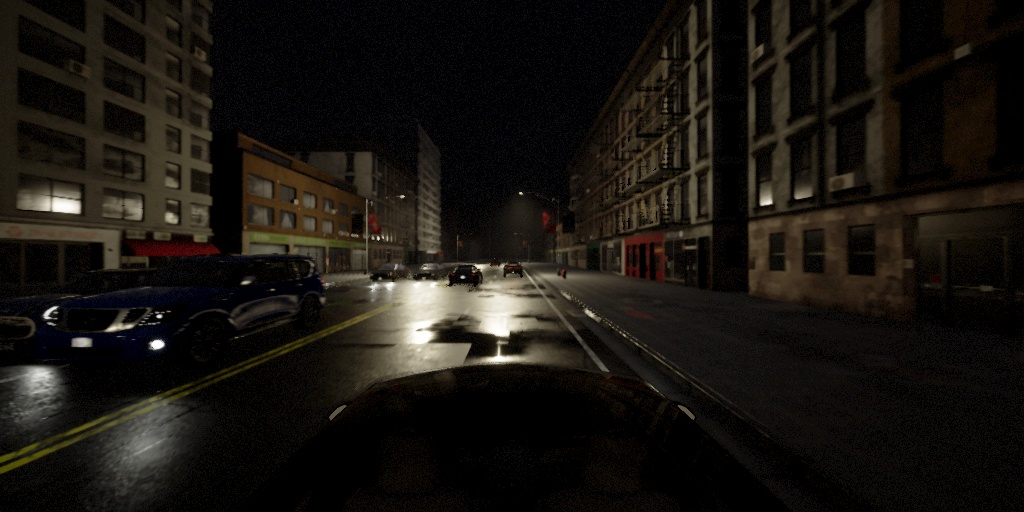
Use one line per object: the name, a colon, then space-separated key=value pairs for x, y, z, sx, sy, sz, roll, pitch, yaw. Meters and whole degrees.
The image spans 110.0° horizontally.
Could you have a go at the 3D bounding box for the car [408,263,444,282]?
car: x=-6.596 y=1.300 z=29.461 sx=2.033 sy=1.411 sz=5.357 roll=0 pitch=0 yaw=0

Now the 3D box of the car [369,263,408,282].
car: x=-9.844 y=1.300 z=29.442 sx=2.033 sy=1.411 sz=5.357 roll=0 pitch=0 yaw=0

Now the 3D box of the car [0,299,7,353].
car: x=-9.749 y=1.103 z=8.956 sx=2.097 sy=1.767 sz=4.553 roll=0 pitch=0 yaw=0

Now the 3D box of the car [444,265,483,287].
car: x=-3.147 y=1.316 z=24.920 sx=1.994 sy=1.385 sz=4.181 roll=0 pitch=0 yaw=0

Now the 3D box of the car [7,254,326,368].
car: x=-6.506 y=0.974 z=8.198 sx=2.150 sy=2.045 sz=5.566 roll=0 pitch=0 yaw=0

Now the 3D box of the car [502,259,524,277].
car: x=0.106 y=1.258 z=36.030 sx=1.837 sy=1.490 sz=4.892 roll=0 pitch=0 yaw=0
